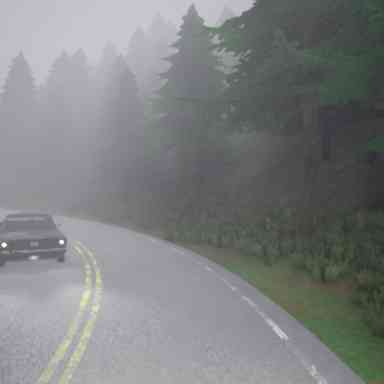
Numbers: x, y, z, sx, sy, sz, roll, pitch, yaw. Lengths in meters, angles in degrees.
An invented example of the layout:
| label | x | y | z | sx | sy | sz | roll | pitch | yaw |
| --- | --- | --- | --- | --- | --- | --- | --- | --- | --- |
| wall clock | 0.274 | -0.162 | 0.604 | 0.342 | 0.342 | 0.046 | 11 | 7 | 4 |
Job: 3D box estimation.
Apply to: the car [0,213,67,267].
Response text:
| label | x | y | z | sx | sy | sz | roll | pitch | yaw |
| --- | --- | --- | --- | --- | --- | --- | --- | --- | --- |
| car | -5.425 | 1.436 | 11.155 | 1.895 | 1.301 | 4.718 | 1 | 2 | -29 |
